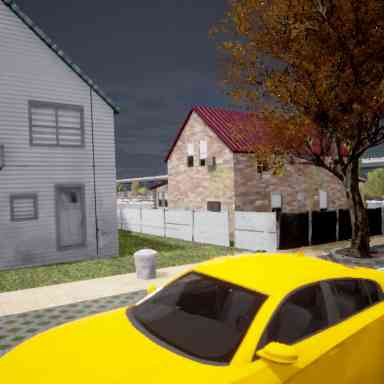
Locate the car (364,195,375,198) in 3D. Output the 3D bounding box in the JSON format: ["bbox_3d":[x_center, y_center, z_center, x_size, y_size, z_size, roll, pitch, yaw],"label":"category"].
[{"bbox_3d":[31.963,1.806,62.926,1.837,1.490,4.892,-2,0,0],"label":"car"}]

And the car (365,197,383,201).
[{"bbox_3d":[28.516,1.896,50.054,1.994,1.385,4.181,-2,-1,1],"label":"car"}]

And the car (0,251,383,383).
[{"bbox_3d":[0.628,1.476,3.516,5.008,1.535,1.882,0,0,-35],"label":"car"}]

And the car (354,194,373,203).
[{"bbox_3d":[38.557,1.438,74.903,2.097,1.767,4.553,-2,0,0],"label":"car"}]
